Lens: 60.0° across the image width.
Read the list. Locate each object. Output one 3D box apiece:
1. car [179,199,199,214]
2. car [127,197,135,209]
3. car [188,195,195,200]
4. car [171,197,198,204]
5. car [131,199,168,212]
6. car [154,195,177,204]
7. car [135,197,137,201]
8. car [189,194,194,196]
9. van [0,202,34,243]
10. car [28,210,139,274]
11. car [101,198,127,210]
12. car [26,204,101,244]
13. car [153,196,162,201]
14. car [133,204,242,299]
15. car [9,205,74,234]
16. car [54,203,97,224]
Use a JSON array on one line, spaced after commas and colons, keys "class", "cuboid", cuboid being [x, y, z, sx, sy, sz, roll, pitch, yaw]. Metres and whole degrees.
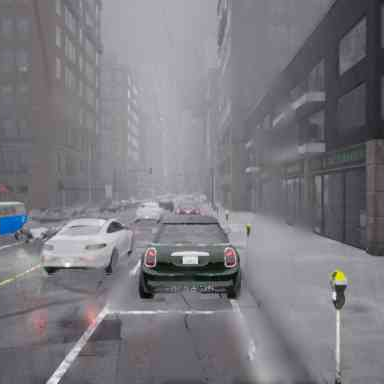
[{"class": "car", "cuboid": [-0.290, 1.558, 36.484, 2.008, 1.369, 4.403, 0, 0, 0]}, {"class": "car", "cuboid": [-8.815, 1.591, 41.985, 1.802, 1.307, 4.206, 0, 0, 0]}, {"class": "car", "cuboid": [-0.237, 1.636, 95.394, 2.008, 1.369, 4.403, 0, 0, 0]}, {"class": "car", "cuboid": [-0.290, 1.443, 25.481, 1.967, 1.590, 4.097, 0, 0, 0]}, {"class": "car", "cuboid": [-3.147, 1.529, 25.484, 1.812, 1.442, 4.674, 0, 0, 0]}, {"class": "car", "cuboid": [-3.046, 1.485, 38.708, 1.882, 1.535, 5.008, 0, 0, 0]}, {"class": "car", "cuboid": [-8.816, 1.452, 47.486, 1.967, 1.590, 4.097, 0, 0, 0]}, {"class": "car", "cuboid": [-0.257, 1.501, 84.576, 1.967, 1.590, 4.097, 0, 0, 0]}, {"class": "van", "cuboid": [-8.815, 1.342, 14.478, 1.690, 1.788, 3.998, 0, 0, 0]}, {"class": "car", "cuboid": [-3.044, 1.526, 10.469, 1.812, 1.442, 4.674, 0, 0, 0]}, {"class": "car", "cuboid": [-8.815, 1.573, 36.483, 1.947, 1.339, 4.313, 0, 0, 0]}, {"class": "car", "cuboid": [-6.245, 1.493, 15.890, 2.128, 1.511, 4.902, 0, 0, 0]}, {"class": "car", "cuboid": [-8.782, 1.643, 84.589, 1.802, 1.307, 4.206, 0, 0, 0]}, {"class": "car", "cuboid": [-0.033, 1.353, 8.620, 2.097, 1.767, 4.553, 0, 0, 0]}, {"class": "car", "cuboid": [-8.815, 1.568, 19.979, 1.947, 1.339, 4.313, 0, 0, 0]}, {"class": "car", "cuboid": [-8.815, 1.585, 25.481, 1.802, 1.307, 4.206, 0, 0, 0]}]
